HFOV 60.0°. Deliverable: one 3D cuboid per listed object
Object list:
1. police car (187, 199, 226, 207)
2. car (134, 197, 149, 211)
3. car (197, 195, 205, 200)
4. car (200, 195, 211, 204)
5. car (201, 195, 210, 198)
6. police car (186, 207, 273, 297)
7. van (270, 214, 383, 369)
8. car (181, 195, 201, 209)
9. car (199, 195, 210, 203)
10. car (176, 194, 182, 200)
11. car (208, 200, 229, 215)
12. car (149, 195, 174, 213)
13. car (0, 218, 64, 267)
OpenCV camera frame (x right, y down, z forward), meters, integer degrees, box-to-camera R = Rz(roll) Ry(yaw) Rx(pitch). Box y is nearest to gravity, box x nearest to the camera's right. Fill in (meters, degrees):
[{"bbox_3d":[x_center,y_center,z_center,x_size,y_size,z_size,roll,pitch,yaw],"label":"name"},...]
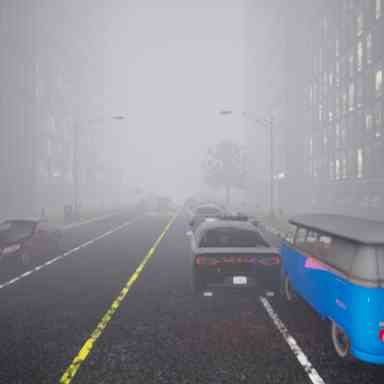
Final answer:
[{"bbox_3d":[0.855,1.416,18.716,1.930,1.638,5.238,0,0,0],"label":"police car"},{"bbox_3d":[-5.786,1.529,39.729,2.008,1.369,4.403,0,0,0],"label":"car"},{"bbox_3d":[2.472,1.420,90.978,1.887,1.381,4.507,0,0,0],"label":"car"},{"bbox_3d":[2.541,1.381,62.516,1.967,1.590,4.097,0,0,0],"label":"car"},{"bbox_3d":[2.582,1.523,45.438,2.008,1.369,4.403,0,0,0],"label":"car"},{"bbox_3d":[0.879,1.421,8.716,1.930,1.638,5.238,0,0,0],"label":"police car"},{"bbox_3d":[2.677,1.338,5.592,1.690,1.788,3.998,0,0,0],"label":"van"},{"bbox_3d":[-0.102,1.450,45.189,1.882,1.535,5.008,0,0,1],"label":"car"},{"bbox_3d":[2.527,1.369,68.208,1.967,1.590,4.097,0,0,0],"label":"car"},{"bbox_3d":[-3.223,1.397,92.181,1.812,1.442,4.674,0,0,0],"label":"car"},{"bbox_3d":[2.609,1.565,34.053,1.802,1.307,4.206,0,0,0],"label":"car"},{"bbox_3d":[-3.190,1.332,37.359,2.097,1.767,4.553,0,0,0],"label":"car"},{"bbox_3d":[-5.717,1.576,11.266,1.802,1.307,4.206,0,0,0],"label":"car"}]
